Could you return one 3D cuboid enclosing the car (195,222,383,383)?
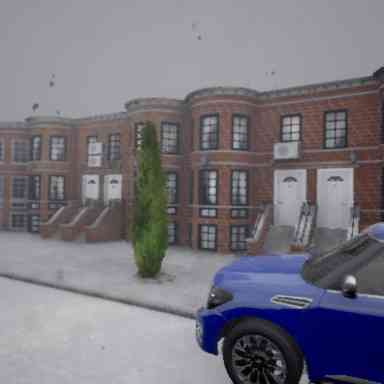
[{"bbox_3d":[2.768,1.332,3.763,5.566,2.045,2.150,0,2,29],"label":"car"}]
